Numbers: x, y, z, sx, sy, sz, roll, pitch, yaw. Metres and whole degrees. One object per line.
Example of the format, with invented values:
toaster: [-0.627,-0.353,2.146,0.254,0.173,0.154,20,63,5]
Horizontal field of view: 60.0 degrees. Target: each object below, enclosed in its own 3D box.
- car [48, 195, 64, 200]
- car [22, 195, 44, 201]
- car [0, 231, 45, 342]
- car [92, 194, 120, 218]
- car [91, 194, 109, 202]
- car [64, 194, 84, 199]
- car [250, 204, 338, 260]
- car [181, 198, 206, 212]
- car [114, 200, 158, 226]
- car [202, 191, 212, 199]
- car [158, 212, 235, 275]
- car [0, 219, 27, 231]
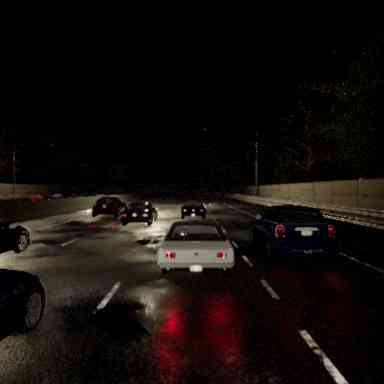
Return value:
car: [-24.518,1.186,60.633,1.994,1.385,4.181,0,0,0]
car: [-28.010,1.236,58.754,1.895,1.301,4.718,0,0,0]
car: [-3.400,1.501,3.725,1.812,1.442,4.674,0,0,0]
car: [-6.903,1.170,28.321,2.097,1.767,4.553,0,0,0]
car: [-17.507,1.151,63.528,2.033,1.411,5.357,0,0,0]
car: [-21.020,1.127,60.666,1.837,1.490,4.892,0,1,0]
car: [3.499,1.269,12.268,2.097,1.767,4.553,0,0,0]
car: [0.102,1.425,27.198,1.895,1.301,4.718,0,0,0]
car: [-3.401,1.404,22.187,2.033,1.411,5.357,0,0,0]
car: [3.497,1.028,87.007,2.128,1.511,4.902,0,0,0]
car: [0.103,1.534,10.205,1.895,1.301,4.718,0,0,0]
car: [-6.901,1.437,10.325,1.837,1.490,4.892,0,0,0]
